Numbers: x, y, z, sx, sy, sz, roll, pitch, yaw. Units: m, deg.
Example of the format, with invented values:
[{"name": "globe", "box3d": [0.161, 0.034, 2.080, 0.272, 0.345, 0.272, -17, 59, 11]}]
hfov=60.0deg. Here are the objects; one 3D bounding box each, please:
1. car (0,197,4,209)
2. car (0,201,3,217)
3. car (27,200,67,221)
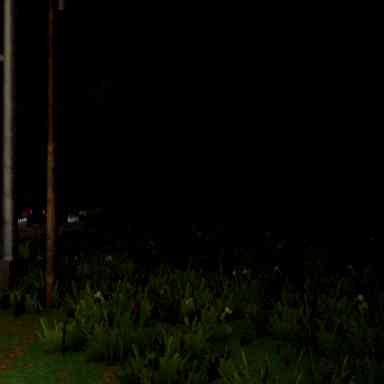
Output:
[{"name": "car", "box3d": [-27.533, 1.443, 44.819, 5.008, 1.535, 1.882, 0, 0, 37]}, {"name": "car", "box3d": [-12.692, 1.517, 19.884, 2.033, 1.411, 5.357, 0, 0, -13]}, {"name": "car", "box3d": [-9.947, 1.322, 23.142, 2.097, 1.767, 4.553, 0, 0, -16]}]
